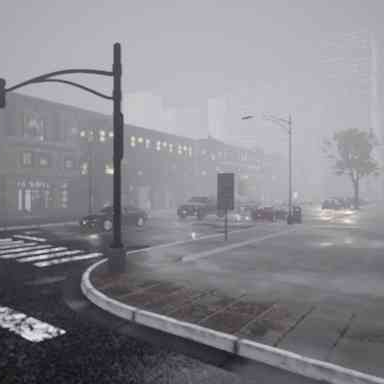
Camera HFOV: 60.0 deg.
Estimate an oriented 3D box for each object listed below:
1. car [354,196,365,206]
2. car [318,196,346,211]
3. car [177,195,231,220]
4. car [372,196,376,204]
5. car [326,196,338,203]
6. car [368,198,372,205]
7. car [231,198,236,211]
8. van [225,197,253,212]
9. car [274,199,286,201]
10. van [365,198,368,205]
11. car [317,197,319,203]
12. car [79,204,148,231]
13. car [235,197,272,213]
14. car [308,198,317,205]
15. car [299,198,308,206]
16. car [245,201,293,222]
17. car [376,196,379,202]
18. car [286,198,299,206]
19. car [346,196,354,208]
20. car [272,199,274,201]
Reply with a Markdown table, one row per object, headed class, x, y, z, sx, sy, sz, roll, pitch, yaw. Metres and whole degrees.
| class | x | y | z | sx | sy | sz | roll | pitch | yaw |
| --- | --- | --- | --- | --- | --- | --- | --- | --- | --- |
| car | 28.598 | 1.633 | 58.809 | 2.192 | 1.841 | 5.009 | 0 | -1 | 35 |
| car | 19.063 | 1.667 | 45.246 | 1.967 | 1.590 | 4.097 | 0 | 0 | 35 |
| car | 0.986 | 1.326 | 29.591 | 2.150 | 2.045 | 5.566 | 0 | 0 | 35 |
| car | 38.230 | 1.938 | 72.508 | 1.752 | 1.417 | 4.829 | 0 | -1 | 35 |
| car | 34.454 | 1.876 | 81.709 | 1.967 | 1.590 | 4.097 | 0 | -1 | 35 |
| car | 34.954 | 1.962 | 67.847 | 1.802 | 1.307 | 4.206 | 0 | -1 | 35 |
| car | 2.576 | 1.658 | 36.364 | 1.752 | 1.417 | 4.829 | 0 | 0 | 35 |
| van | 5.851 | 1.501 | 41.025 | 1.690 | 1.788 | 3.998 | 0 | 0 | 35 |
| car | 12.110 | 1.742 | 49.926 | 1.752 | 1.417 | 4.829 | 0 | 0 | 35 |
| van | 31.776 | 1.690 | 63.329 | 1.690 | 1.788 | 3.998 | 0 | -1 | 35 |
| car | 28.098 | 1.811 | 72.668 | 1.967 | 1.590 | 4.097 | 0 | -1 | 35 |
| car | -4.894 | 1.564 | 21.267 | 1.837 | 1.490 | 4.892 | 0 | 0 | 34 |
| car | 6.891 | 1.645 | 37.969 | 2.128 | 1.511 | 4.902 | 0 | 0 | 35 |
| car | 21.742 | 1.859 | 63.627 | 2.008 | 1.369 | 4.403 | 0 | 0 | 35 |
| car | 18.564 | 1.829 | 59.106 | 2.008 | 1.369 | 4.403 | 0 | 0 | 35 |
| car | 6.395 | 1.661 | 27.134 | 1.887 | 1.381 | 4.507 | 0 | 0 | 35 |
| car | 41.310 | 2.027 | 76.889 | 1.802 | 1.307 | 4.206 | 0 | -1 | 35 |
| car | 15.386 | 1.799 | 54.586 | 2.008 | 1.369 | 4.403 | 0 | 0 | 35 |
| car | 22.242 | 1.572 | 49.768 | 2.192 | 1.841 | 5.009 | 0 | 0 | 35 |
| car | 9.030 | 1.739 | 45.544 | 2.008 | 1.369 | 4.403 | 0 | 0 | 35 |
